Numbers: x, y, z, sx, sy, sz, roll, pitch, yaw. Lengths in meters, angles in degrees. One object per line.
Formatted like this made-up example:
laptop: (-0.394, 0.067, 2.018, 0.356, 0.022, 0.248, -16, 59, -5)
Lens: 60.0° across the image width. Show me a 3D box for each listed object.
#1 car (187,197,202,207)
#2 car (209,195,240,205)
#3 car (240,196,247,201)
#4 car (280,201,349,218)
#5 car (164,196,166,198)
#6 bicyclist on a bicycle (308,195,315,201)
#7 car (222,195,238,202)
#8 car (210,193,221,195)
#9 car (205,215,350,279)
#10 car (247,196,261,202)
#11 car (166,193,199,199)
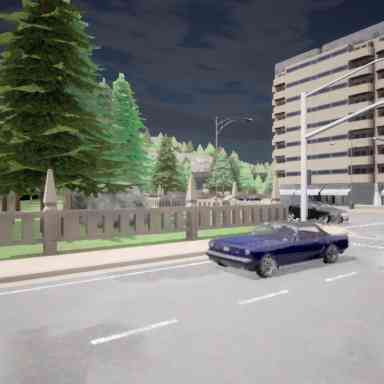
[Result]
car: (0.308, 1.545, 51.805, 1.895, 1.301, 4.718, 0, 0, -6)
car: (3.388, 1.422, 40.347, 1.882, 1.535, 5.008, 0, 0, -22)
car: (9.239, 1.492, 67.906, 2.033, 1.411, 5.357, 0, 0, 20)
car: (8.923, 1.437, 24.148, 2.128, 1.511, 4.902, 0, 0, -30)
car: (-3.343, 1.166, 55.174, 2.150, 2.045, 5.566, 0, 0, -1)
bicyclist on a bicycle: (15.306, 1.245, 42.449, 1.656, 1.620, 0.582, 0, 0, -29)
car: (8.588, 1.469, 75.176, 1.812, 1.442, 4.674, 0, 0, 32)
car: (4.801, 1.166, 65.225, 2.150, 2.045, 5.566, 0, 0, 14)
car: (2.722, 1.601, 10.218, 4.718, 1.301, 1.895, 0, 0, -35)
car: (14.303, 1.540, 77.284, 1.895, 1.301, 4.718, 0, 0, 40)
car: (-1.318, 1.169, 43.060, 2.150, 2.045, 5.566, 0, 0, -17)
